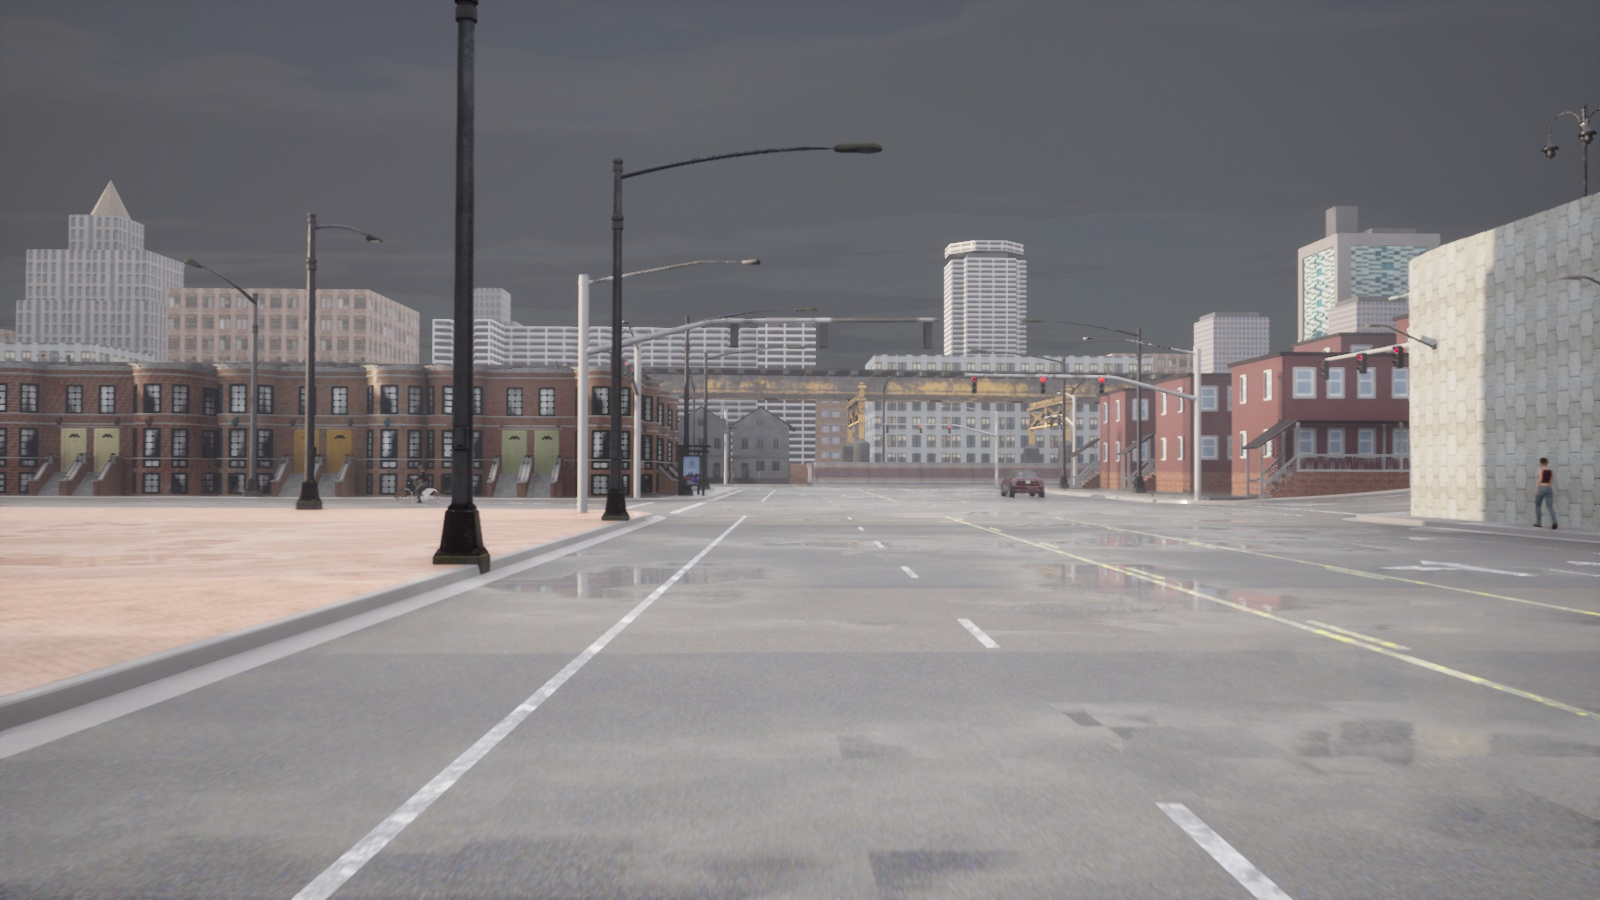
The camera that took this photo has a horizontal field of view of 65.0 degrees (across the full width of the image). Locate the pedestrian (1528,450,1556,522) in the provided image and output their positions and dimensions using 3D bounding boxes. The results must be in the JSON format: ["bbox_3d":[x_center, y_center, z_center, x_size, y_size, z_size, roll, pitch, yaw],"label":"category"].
[{"bbox_3d":[19.175,0.936,32.442,0.345,1.836,0.594,0,-1,0],"label":"pedestrian"}]

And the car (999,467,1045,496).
[{"bbox_3d":[13.809,1.929,78.337,2.097,1.767,4.553,0,-1,0],"label":"car"}]

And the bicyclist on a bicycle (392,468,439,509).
[{"bbox_3d":[-16.871,1.676,55.173,1.843,1.776,0.659,0,-1,0],"label":"bicyclist on a bicycle"}]
